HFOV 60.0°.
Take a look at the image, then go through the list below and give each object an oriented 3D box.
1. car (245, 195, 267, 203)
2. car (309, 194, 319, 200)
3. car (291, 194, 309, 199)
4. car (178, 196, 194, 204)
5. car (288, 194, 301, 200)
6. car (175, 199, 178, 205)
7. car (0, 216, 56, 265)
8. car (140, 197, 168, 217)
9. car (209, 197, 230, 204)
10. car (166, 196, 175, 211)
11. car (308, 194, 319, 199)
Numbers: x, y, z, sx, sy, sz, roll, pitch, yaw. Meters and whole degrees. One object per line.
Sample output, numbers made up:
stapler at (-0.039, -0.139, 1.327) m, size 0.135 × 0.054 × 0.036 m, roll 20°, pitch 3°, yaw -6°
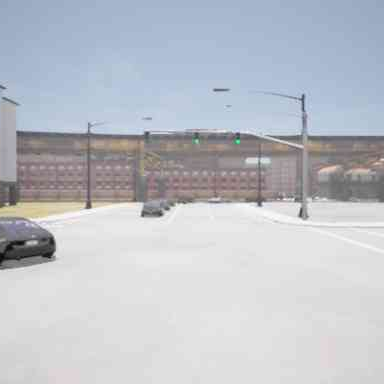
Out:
car at (13.413, 1.470, 69.955) m, size 4.902 × 1.511 × 2.128 m, roll 0°, pitch 0°, yaw -24°
car at (32.397, 1.419, 88.359) m, size 2.038 × 1.542 × 4.974 m, roll 0°, pitch 0°, yaw 31°
car at (29.335, 1.249, 90.572) m, size 1.853 × 1.218 × 4.536 m, roll 0°, pitch 0°, yaw -29°
car at (-1.104, 1.427, 60.502) m, size 1.837 × 1.490 × 4.892 m, roll 0°, pitch 0°, yaw 23°
car at (29.360, 1.407, 90.527) m, size 2.038 × 1.542 × 4.974 m, roll 0°, pitch 0°, yaw -29°
car at (-3.483, 1.439, 50.335) m, size 1.837 × 1.490 × 4.892 m, roll 0°, pitch 0°, yaw 0°
car at (-6.553, 1.537, 11.461) m, size 4.181 × 1.385 × 1.994 m, roll 0°, pitch 0°, yaw 37°
car at (-3.579, 1.493, 31.042) m, size 1.812 × 1.442 × 4.674 m, roll 0°, pitch 0°, yaw 0°
car at (5.371, 1.535, 64.029) m, size 1.895 × 1.301 × 4.718 m, roll 0°, pitch 0°, yaw 44°
car at (-3.568, 1.443, 40.181) m, size 2.128 × 1.511 × 4.902 m, roll 0°, pitch 0°, yaw 0°
car at (32.424, 1.262, 88.403) m, size 1.853 × 1.218 × 4.536 m, roll 0°, pitch 0°, yaw 31°
